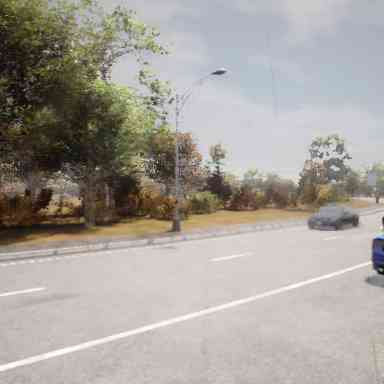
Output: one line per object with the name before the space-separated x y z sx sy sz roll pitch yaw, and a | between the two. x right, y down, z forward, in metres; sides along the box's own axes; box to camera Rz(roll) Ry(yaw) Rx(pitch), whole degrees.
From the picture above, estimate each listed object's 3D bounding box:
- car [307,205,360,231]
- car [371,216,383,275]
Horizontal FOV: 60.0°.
car | 9.046 1.548 20.957 4.674 1.442 1.812 0 0 -44
car | 6.874 1.487 9.356 5.008 1.535 1.882 0 0 -40
